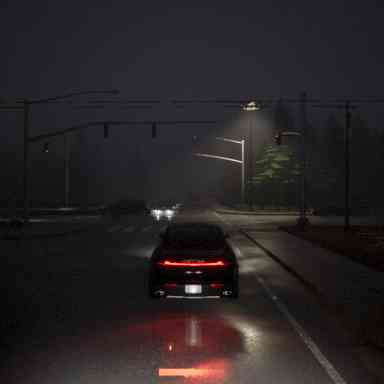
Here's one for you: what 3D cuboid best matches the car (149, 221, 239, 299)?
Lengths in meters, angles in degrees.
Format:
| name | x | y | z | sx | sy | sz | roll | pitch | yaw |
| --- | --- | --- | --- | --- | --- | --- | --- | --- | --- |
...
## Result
| name | x | y | z | sx | sy | sz | roll | pitch | yaw |
| --- | --- | --- | --- | --- | --- | --- | --- | --- | --- |
| car | 0.047 | 1.501 | 8.439 | 1.837 | 1.490 | 4.892 | 0 | 0 | 1 |

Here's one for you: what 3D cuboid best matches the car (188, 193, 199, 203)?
| name | x | y | z | sx | sy | sz | roll | pitch | yaw |
| --- | --- | --- | --- | --- | --- | --- | --- | --- | --- |
| car | 0.296 | 1.224 | 70.472 | 2.150 | 2.045 | 5.566 | 0 | 0 | 2 |

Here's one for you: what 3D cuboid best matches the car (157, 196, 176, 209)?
| name | x | y | z | sx | sy | sz | roll | pitch | yaw |
| --- | --- | --- | --- | --- | --- | --- | --- | --- | --- |
| car | -3.599 | 1.601 | 44.843 | 1.895 | 1.301 | 4.718 | 0 | 0 | 0 |

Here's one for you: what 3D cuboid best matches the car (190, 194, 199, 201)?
| name | x | y | z | sx | sy | sz | roll | pitch | yaw |
| --- | --- | --- | --- | --- | --- | --- | --- | --- | --- |
| car | 0.567 | 1.355 | 80.865 | 2.097 | 1.767 | 4.553 | 0 | 0 | 2 |

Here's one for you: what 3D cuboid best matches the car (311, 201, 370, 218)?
| name | x | y | z | sx | sy | sz | roll | pitch | yaw |
| --- | --- | --- | --- | --- | --- | --- | --- | --- | --- |
| car | 13.152 | 1.518 | 29.602 | 4.902 | 1.511 | 2.128 | 0 | 0 | 1 |

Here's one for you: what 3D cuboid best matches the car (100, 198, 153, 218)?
| name | x | y | z | sx | sy | sz | roll | pitch | yaw |
| --- | --- | --- | --- | --- | --- | --- | --- | --- | --- |
| car | -5.896 | 1.368 | 29.944 | 4.553 | 1.767 | 2.097 | 0 | 0 | 1 |

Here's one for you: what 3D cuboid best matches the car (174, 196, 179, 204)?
| name | x | y | z | sx | sy | sz | roll | pitch | yaw |
| --- | --- | --- | --- | --- | --- | --- | --- | --- | --- |
| car | -3.576 | 1.477 | 54.125 | 1.882 | 1.535 | 5.008 | 0 | 0 | 0 |
